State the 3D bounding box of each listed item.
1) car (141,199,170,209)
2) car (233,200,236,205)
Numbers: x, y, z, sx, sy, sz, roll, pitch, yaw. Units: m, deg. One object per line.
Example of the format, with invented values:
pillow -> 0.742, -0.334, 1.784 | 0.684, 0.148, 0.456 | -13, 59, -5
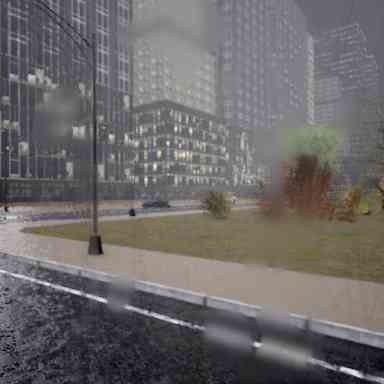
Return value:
car -> -4.829, 1.563, 44.370 | 1.994, 1.385, 4.181 | -1, -1, 37
car -> 5.633, 1.233, 58.084 | 2.150, 2.045, 5.566 | -1, -1, 37
